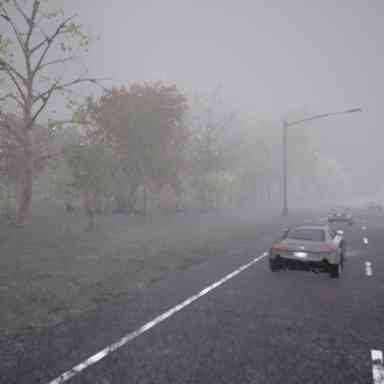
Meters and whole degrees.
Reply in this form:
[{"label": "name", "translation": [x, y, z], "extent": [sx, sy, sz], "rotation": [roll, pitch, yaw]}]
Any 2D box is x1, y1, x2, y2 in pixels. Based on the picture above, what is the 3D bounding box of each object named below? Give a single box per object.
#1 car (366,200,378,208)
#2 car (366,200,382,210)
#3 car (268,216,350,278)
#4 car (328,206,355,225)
[{"label": "car", "translation": [35.332, 2.320, 65.319], "extent": [1.812, 1.442, 4.674], "rotation": [-1, -1, 27]}, {"label": "car", "translation": [30.280, 2.234, 55.158], "extent": [1.994, 1.385, 4.181], "rotation": [-1, -1, 27]}, {"label": "car", "translation": [3.872, 1.701, 10.845], "extent": [1.994, 1.385, 4.181], "rotation": [-1, -1, 27]}, {"label": "car", "translation": [12.253, 1.886, 27.361], "extent": [2.033, 1.411, 5.357], "rotation": [-1, -1, 27]}]
